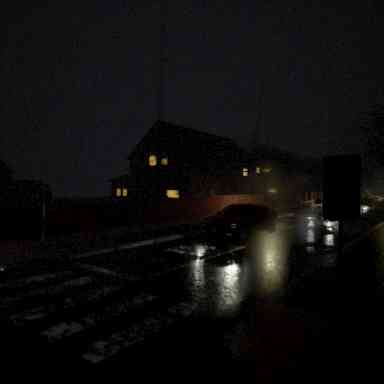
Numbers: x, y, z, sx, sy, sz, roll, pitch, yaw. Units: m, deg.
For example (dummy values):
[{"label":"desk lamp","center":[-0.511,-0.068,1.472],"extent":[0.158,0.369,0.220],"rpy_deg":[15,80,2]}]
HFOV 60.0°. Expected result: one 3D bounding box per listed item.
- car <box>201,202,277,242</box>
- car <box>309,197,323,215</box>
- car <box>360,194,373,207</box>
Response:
[{"label":"car","center":[2.379,1.297,15.851],"extent":[1.882,1.535,5.008],"rpy_deg":[1,2,36]},{"label":"car","center":[11.347,1.154,28.028],"extent":[1.812,1.442,4.674],"rpy_deg":[1,2,36]},{"label":"car","center":[20.971,0.976,40.960],"extent":[2.033,1.411,5.357],"rpy_deg":[1,2,37]}]
